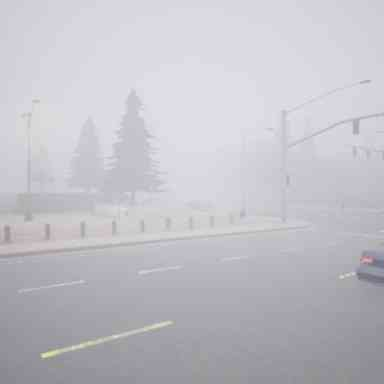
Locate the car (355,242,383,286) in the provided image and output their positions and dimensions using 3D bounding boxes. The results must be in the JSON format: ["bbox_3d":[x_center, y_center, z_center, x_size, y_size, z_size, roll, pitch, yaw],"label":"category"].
[{"bbox_3d":[6.200,1.564,8.212,5.357,1.411,2.033,0,0,-35],"label":"car"}]

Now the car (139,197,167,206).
[{"bbox_3d":[-5.569,1.520,49.700,1.882,1.535,5.008,0,0,-35],"label":"car"}]

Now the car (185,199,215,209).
[{"bbox_3d":[1.088,1.649,46.393,1.895,1.301,4.718,0,0,-35],"label":"car"}]

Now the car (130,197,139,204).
[{"bbox_3d":[-11.678,1.614,64.422,1.994,1.385,4.181,0,0,-35],"label":"car"}]
